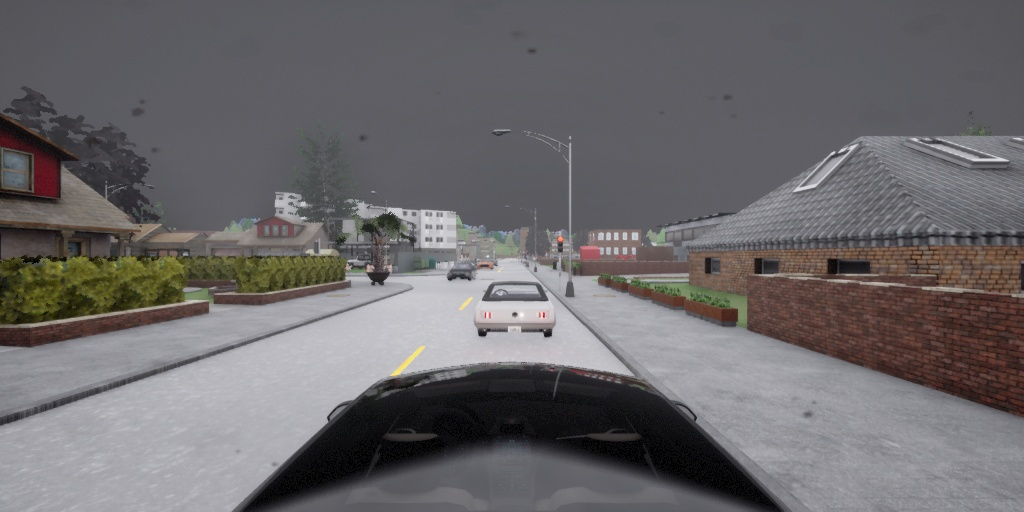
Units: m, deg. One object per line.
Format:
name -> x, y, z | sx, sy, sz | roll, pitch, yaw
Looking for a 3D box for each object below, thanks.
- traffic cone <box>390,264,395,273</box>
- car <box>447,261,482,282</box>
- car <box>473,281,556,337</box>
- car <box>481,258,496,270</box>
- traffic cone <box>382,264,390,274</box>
traffic cone -> -15.152, 1.558, 44.755 | 0.344, 0.586, 0.344 | 0, 0, 0
car -> -3.949, 1.297, 29.090 | 2.033, 1.411, 5.357 | 0, 0, 0
car -> 0.098, 1.351, 10.234 | 1.895, 1.301, 4.718 | 0, 0, 1
car -> -3.814, 1.102, 52.341 | 2.097, 1.767, 4.553 | 0, 0, 0
traffic cone -> -15.516, 1.561, 44.187 | 0.344, 0.586, 0.344 | 0, 0, 0
